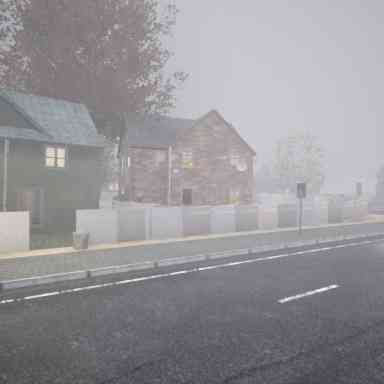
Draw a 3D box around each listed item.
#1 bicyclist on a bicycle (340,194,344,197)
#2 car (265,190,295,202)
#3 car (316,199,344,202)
[{"bbox_3d":[19.456,1.035,43.118,1.656,1.620,0.582,1,0,-20],"label":"bicyclist on a bicycle"},{"bbox_3d":[12.079,0.747,46.283,2.150,2.045,5.566,1,0,-20],"label":"car"},{"bbox_3d":[15.592,1.177,36.547,2.128,1.511,4.902,1,0,-20],"label":"car"}]
